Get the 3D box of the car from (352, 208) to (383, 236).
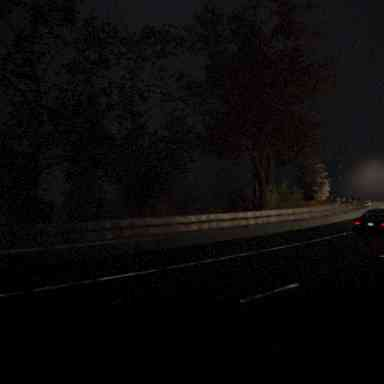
[{"bbox_3d":[10.196,1.578,17.570,2.033,1.411,5.357,0,0,44],"label":"car"}]
